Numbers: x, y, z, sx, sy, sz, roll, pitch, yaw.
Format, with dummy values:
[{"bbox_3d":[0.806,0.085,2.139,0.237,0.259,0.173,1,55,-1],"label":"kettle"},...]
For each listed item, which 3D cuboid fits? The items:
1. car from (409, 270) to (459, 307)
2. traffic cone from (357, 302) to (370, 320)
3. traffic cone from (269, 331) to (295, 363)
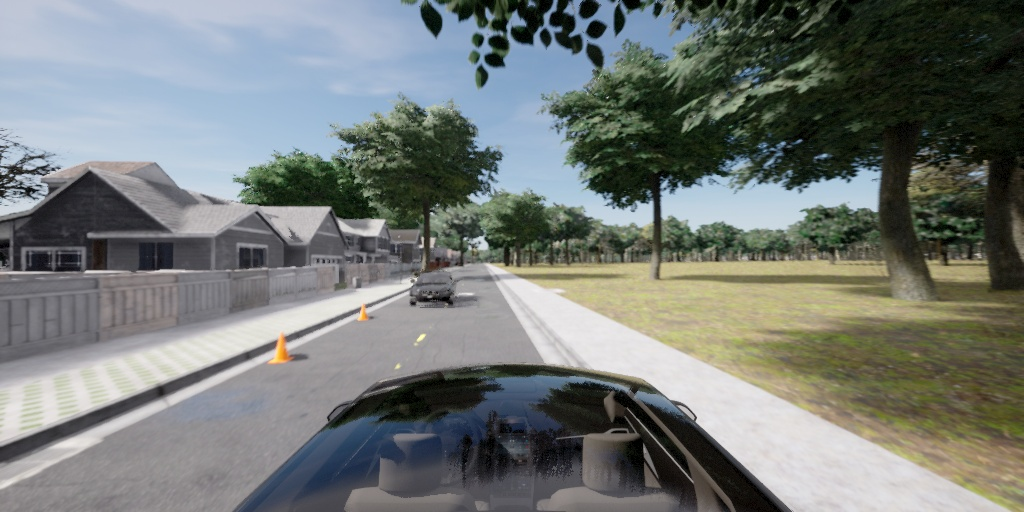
[{"bbox_3d":[-3.605,1.449,17.009,1.837,1.490,4.892,0,-1,-6],"label":"car"},{"bbox_3d":[-5.053,1.865,12.210,0.340,0.580,0.340,0,0,-5],"label":"traffic cone"},{"bbox_3d":[-4.635,1.811,7.227,0.340,0.580,0.340,0,0,-5],"label":"traffic cone"}]
